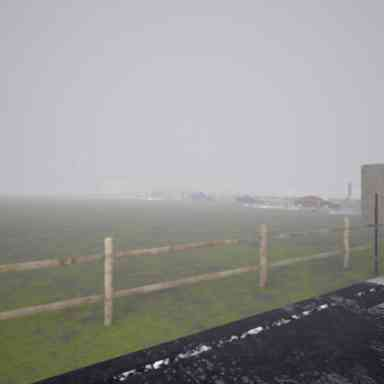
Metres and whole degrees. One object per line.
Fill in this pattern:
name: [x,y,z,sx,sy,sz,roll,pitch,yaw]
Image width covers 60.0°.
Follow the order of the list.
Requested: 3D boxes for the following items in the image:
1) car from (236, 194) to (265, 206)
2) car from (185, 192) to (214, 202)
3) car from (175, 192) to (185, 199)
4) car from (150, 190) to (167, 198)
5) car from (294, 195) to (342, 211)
car: [7.425,1.006,42.836,1.994,1.385,4.181,0,1,-34]
car: [1.531,0.737,51.089,1.882,1.535,5.008,0,1,-35]
car: [-1.151,0.699,61.195,1.895,1.301,4.718,0,1,-36]
car: [-7.071,0.423,69.326,1.837,1.490,4.892,0,1,-36]
car: [13.140,1.098,34.804,1.882,1.535,5.008,0,1,-35]
